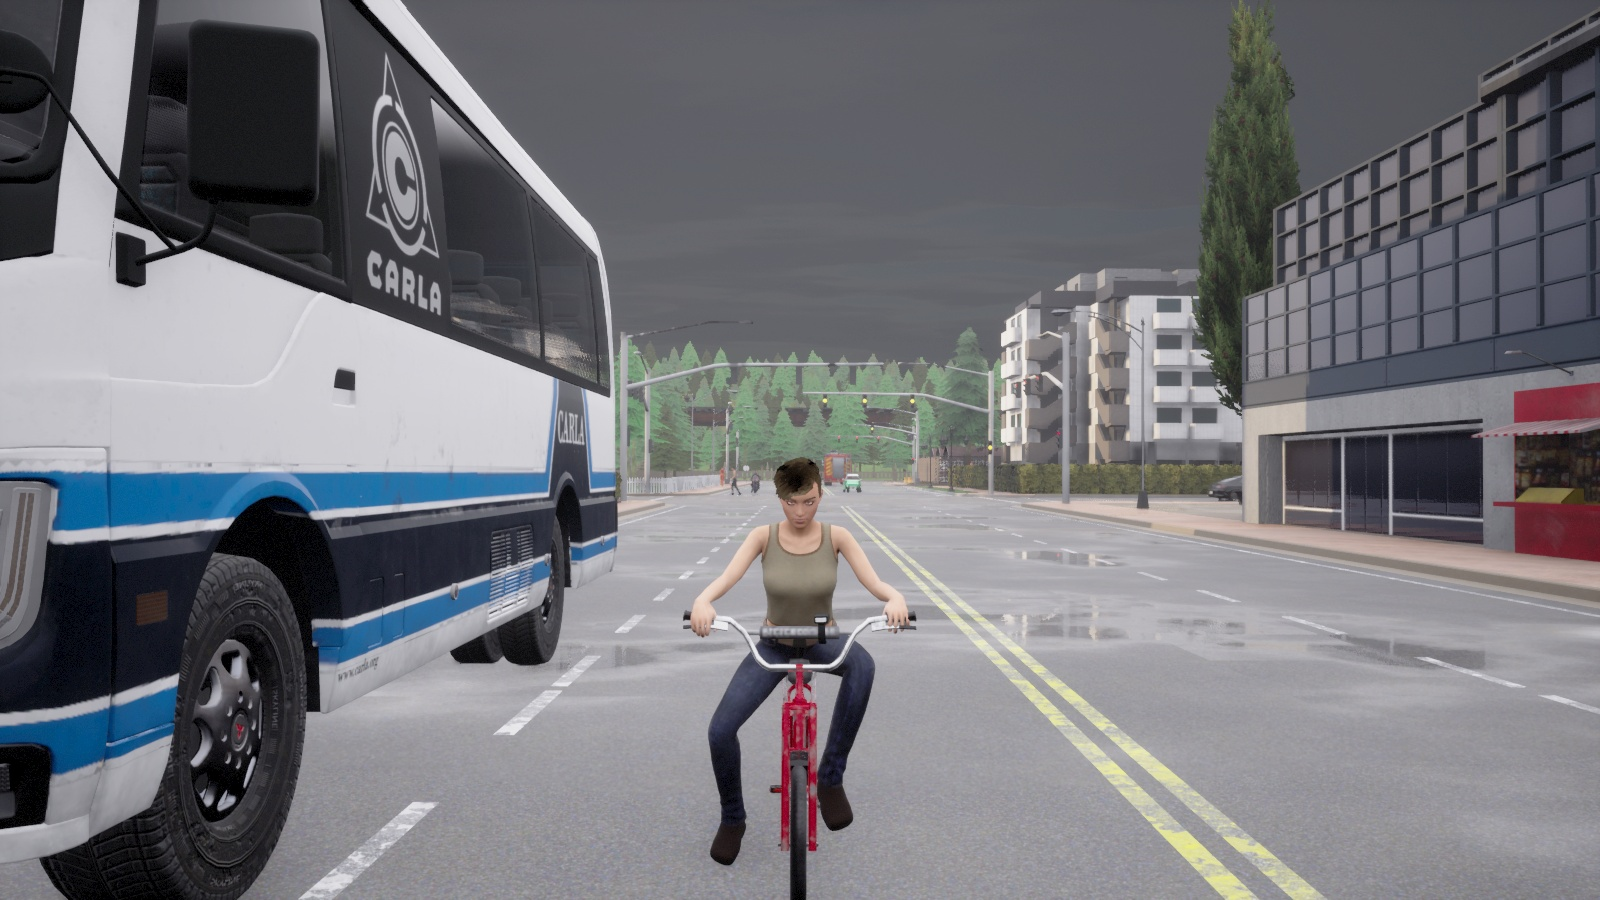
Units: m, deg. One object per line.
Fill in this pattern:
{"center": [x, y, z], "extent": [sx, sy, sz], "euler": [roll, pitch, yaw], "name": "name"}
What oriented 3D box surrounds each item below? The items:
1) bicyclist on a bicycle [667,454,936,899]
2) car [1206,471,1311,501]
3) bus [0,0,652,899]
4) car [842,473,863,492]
{"center": [0.005, 0.832, 4.830], "extent": [0.866, 1.612, 1.509], "euler": [0, -1, 0], "name": "bicyclist on a bicycle"}
{"center": [23.173, 1.812, 63.571], "extent": [4.674, 1.442, 1.812], "euler": [0, -1, -2], "name": "car"}
{"center": [-3.490, -0.422, 7.526], "extent": [3.944, 4.253, 10.273], "euler": [0, -1, 0], "name": "bus"}
{"center": [3.888, 2.411, 92.949], "extent": [1.481, 1.376, 2.207], "euler": [0, -1, 0], "name": "car"}
